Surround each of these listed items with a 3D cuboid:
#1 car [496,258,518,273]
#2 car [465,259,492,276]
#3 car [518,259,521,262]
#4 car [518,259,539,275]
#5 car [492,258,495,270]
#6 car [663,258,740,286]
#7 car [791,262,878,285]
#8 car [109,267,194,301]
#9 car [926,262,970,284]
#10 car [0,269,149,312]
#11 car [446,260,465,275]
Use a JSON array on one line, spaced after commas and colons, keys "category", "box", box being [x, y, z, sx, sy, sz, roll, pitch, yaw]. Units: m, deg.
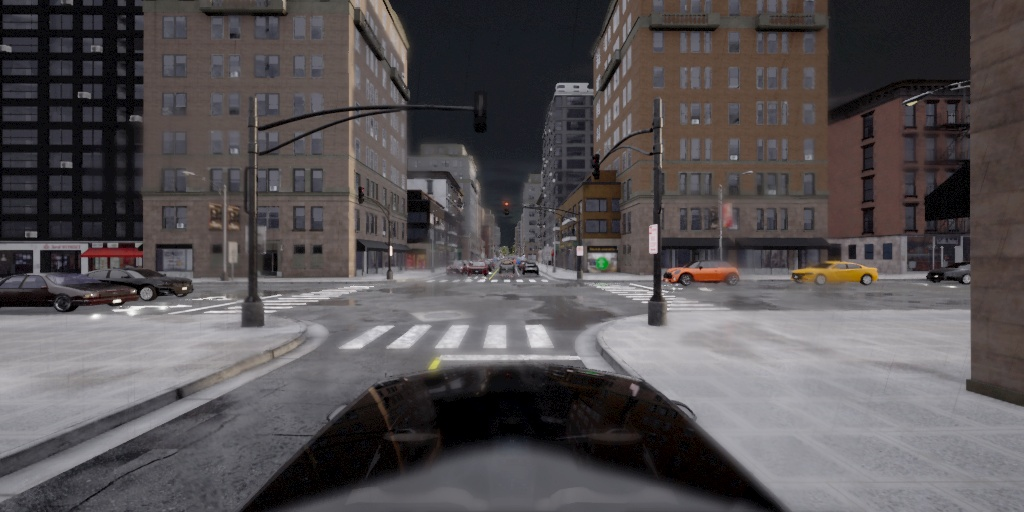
[{"category": "car", "box": [-0.607, 1.290, 44.945, 2.128, 1.511, 4.902, 0, 0, 0]}, {"category": "car", "box": [-3.489, 1.264, 37.746, 1.882, 1.535, 5.008, 0, 0, 0]}, {"category": "car", "box": [1.894, 1.391, 50.637, 1.802, 1.307, 4.207, 0, 0, 0]}, {"category": "car", "box": [1.984, 1.355, 39.615, 1.948, 1.339, 4.313, 0, 0, 0]}, {"category": "car", "box": [-3.564, 1.308, 47.340, 1.837, 1.490, 4.892, 0, 0, 0]}, {"category": "car", "box": [12.677, 1.054, 24.230, 4.553, 1.767, 2.097, 0, 0, -1]}, {"category": "car", "box": [21.780, 1.142, 24.353, 5.008, 1.535, 1.882, 0, 0, -1]}, {"category": "car", "box": [-18.162, 1.290, 17.121, 5.008, 1.535, 1.882, 0, 0, -1]}, {"category": "car", "box": [31.345, 1.129, 24.475, 4.892, 1.490, 1.837, 0, 0, -1]}, {"category": "car", "box": [-17.809, 1.352, 13.903, 5.357, 1.411, 2.033, 0, 0, 3]}, {"category": "car", "box": [-6.041, 1.229, 39.550, 1.967, 1.591, 4.097, 0, 0, 0]}]
